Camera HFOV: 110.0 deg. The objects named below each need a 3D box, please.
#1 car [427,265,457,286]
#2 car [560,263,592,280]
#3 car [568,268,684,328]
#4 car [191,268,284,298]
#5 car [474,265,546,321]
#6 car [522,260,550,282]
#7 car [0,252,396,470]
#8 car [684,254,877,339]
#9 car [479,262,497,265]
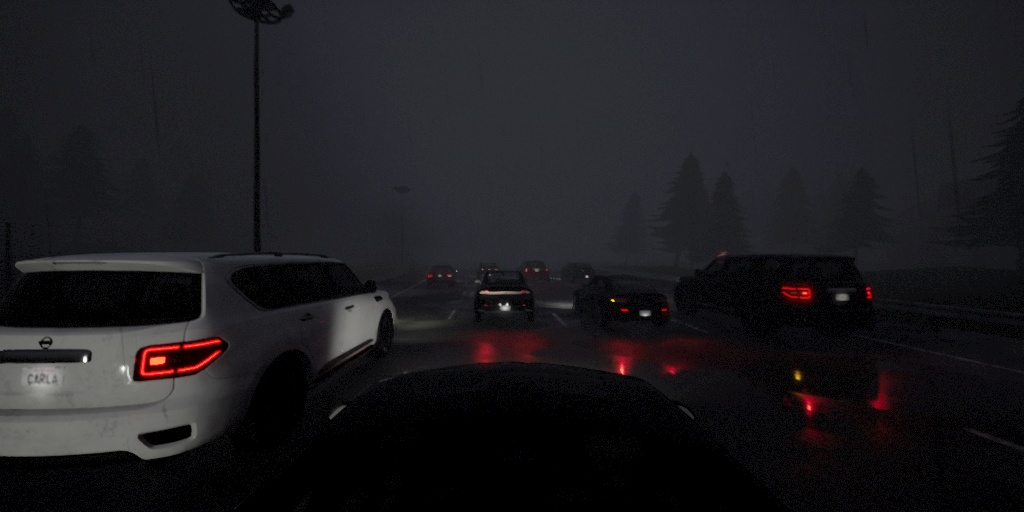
[{"bbox_3d":[-4.943,1.323,25.500,2.033,1.411,5.357,0,0,-7],"label":"car"},{"bbox_3d":[5.195,1.263,28.707,1.837,1.490,4.892,0,0,-7],"label":"car"},{"bbox_3d":[3.260,1.276,11.357,1.812,1.442,4.674,0,0,-3],"label":"car"},{"bbox_3d":[-14.927,1.400,19.885,1.895,1.301,4.718,0,0,-6],"label":"car"},{"bbox_3d":[-0.304,1.249,12.477,2.128,1.511,4.902,0,0,-3],"label":"car"},{"bbox_3d":[1.605,1.118,29.162,2.097,1.767,4.553,0,0,-7],"label":"car"},{"bbox_3d":[-3.502,0.981,5.317,2.150,2.045,5.566,0,0,-1],"label":"car"},{"bbox_3d":[6.831,0.964,10.219,2.150,2.045,5.566,0,0,-2],"label":"car"},{"bbox_3d":[-2.073,1.265,30.190,2.128,1.511,4.902,0,0,-8],"label":"car"}]
